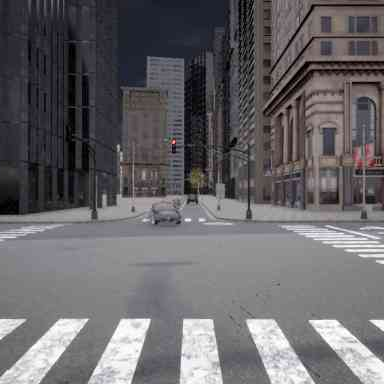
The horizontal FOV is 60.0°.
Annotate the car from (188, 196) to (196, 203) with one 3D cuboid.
[{"bbox_3d":[0.000,1.657,75.286,1.837,1.490,4.892,0,0,0],"label":"car"}]

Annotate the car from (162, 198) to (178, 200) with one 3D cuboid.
[{"bbox_3d":[-3.069,1.533,41.345,1.882,1.535,5.008,0,0,0],"label":"car"}]

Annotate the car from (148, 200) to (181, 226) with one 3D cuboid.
[{"bbox_3d":[-2.086,1.529,24.030,1.837,1.490,4.892,-1,-1,-13],"label":"car"}]

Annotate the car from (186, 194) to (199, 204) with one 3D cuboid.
[{"bbox_3d":[0.102,1.341,64.856,2.150,2.045,5.566,0,0,0],"label":"car"}]
